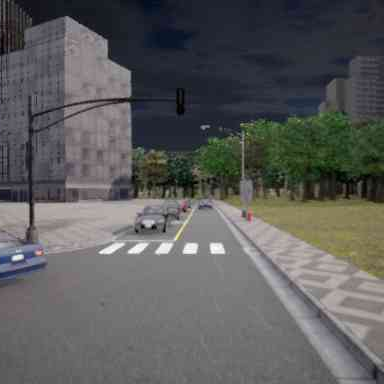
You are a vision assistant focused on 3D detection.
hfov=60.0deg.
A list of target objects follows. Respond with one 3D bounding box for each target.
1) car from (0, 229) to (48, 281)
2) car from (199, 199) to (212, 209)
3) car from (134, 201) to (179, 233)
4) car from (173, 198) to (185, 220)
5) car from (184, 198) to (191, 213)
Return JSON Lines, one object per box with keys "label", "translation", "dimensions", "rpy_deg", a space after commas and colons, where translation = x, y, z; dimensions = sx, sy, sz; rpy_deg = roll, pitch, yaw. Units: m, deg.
{"label": "car", "translation": [-6.430, 1.603, 9.052], "dimensions": [5.357, 1.411, 2.033], "rpy_deg": [0, 0, 26]}
{"label": "car", "translation": [1.937, 1.677, 48.317], "dimensions": [2.033, 1.411, 5.357], "rpy_deg": [0, 0, 2]}
{"label": "car", "translation": [-2.259, 1.568, 20.385], "dimensions": [2.128, 1.511, 4.902], "rpy_deg": [0, 0, 2]}
{"label": "car", "translation": [-1.911, 1.607, 29.593], "dimensions": [1.837, 1.490, 4.892], "rpy_deg": [0, 0, 2]}
{"label": "car", "translation": [-1.528, 1.604, 39.036], "dimensions": [1.882, 1.535, 5.008], "rpy_deg": [0, 0, 2]}
